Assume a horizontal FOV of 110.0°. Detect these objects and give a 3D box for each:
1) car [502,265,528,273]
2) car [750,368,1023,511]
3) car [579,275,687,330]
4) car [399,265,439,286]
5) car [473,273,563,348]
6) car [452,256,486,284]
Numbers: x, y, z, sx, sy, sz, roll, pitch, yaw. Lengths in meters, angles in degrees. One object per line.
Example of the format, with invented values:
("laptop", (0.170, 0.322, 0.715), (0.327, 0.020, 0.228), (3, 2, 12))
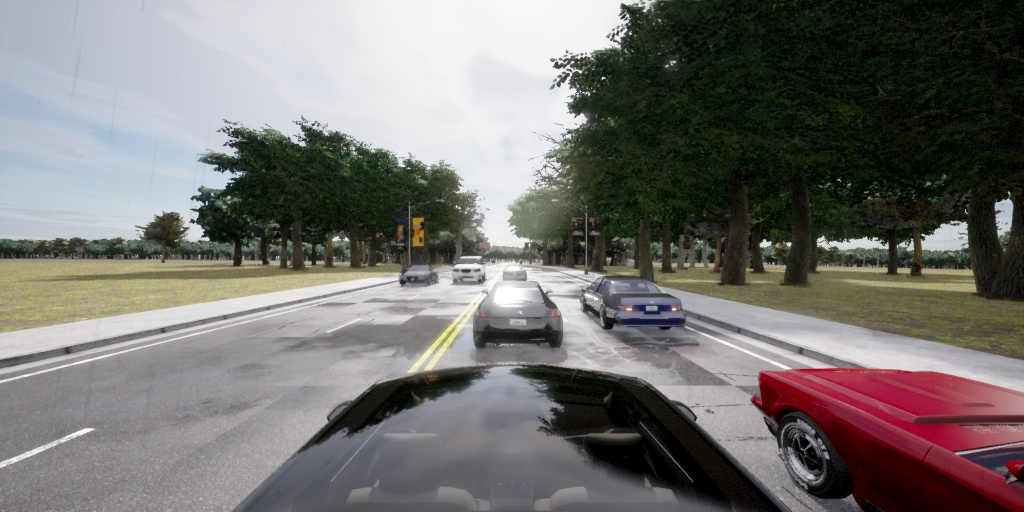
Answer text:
("car", (0.210, 1.350, 27.094), (2.033, 1.411, 5.357), (0, 0, 1))
("car", (3.349, 1.351, 1.506), (1.895, 1.301, 4.718), (0, 0, 0))
("car", (3.386, 1.307, 11.123), (2.033, 1.411, 5.357), (0, 0, 1))
("car", (-6.495, 1.361, 25.425), (1.994, 1.385, 4.181), (0, 0, 0))
("car", (0.133, 1.319, 9.286), (1.994, 1.385, 4.181), (0, 0, 0))
("car", (-3.233, 1.026, 28.035), (2.150, 2.045, 5.566), (0, 0, 0))
